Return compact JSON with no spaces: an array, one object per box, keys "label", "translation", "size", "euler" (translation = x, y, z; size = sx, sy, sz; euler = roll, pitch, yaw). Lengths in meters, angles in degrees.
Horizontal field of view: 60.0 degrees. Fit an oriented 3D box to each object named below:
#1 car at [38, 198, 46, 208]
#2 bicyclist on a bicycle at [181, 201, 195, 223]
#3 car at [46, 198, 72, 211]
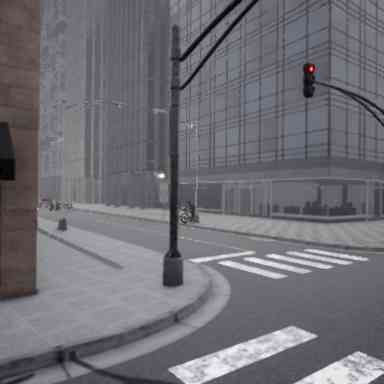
[{"label":"car","translation":[-22.984,1.599,51.364],"size":[2.128,1.511,4.902],"euler":[1,-1,-35]},{"label":"bicyclist on a bicycle","translation":[-0.121,1.456,24.636],"size":[1.656,1.620,0.582],"euler":[1,0,-35]},{"label":"car","translation":[-17.145,1.708,43.244],"size":[1.895,1.301,4.718],"euler":[1,-1,-35]}]
